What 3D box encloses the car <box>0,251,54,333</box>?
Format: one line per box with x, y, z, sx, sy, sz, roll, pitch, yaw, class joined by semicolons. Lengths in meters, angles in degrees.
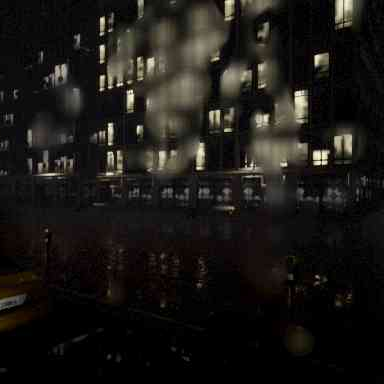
-4.456;1.526;6.033;4.829;1.417;1.752;0;0;35;car
